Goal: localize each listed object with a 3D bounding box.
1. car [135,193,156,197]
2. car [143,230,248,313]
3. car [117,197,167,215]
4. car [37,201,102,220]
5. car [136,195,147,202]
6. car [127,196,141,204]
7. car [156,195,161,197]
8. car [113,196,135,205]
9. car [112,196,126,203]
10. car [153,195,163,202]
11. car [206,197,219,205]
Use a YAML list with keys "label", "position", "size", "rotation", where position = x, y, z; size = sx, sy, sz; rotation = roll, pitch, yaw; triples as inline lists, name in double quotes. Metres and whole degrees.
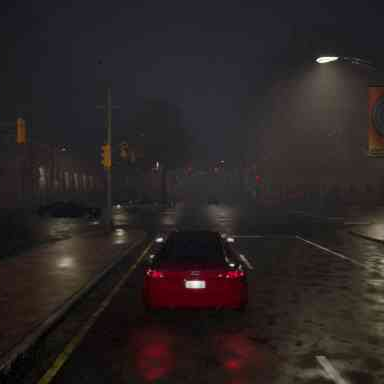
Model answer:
- label: "car"
  position: [-8.109, 1.221, 58.610]
  size: [2.150, 2.045, 5.566]
  rotation: [0, 0, 0]
- label: "car"
  position: [0.071, 1.564, 7.746]
  size: [1.994, 1.385, 4.181]
  rotation: [0, 0, 0]
- label: "car"
  position: [-4.788, 1.526, 33.774]
  size: [4.674, 1.442, 1.812]
  rotation: [0, 0, -28]
- label: "car"
  position: [-10.004, 1.477, 27.344]
  size: [5.008, 1.535, 1.882]
  rotation: [0, 0, 0]
- label: "car"
  position: [-11.538, 1.478, 76.608]
  size: [1.882, 1.535, 5.008]
  rotation: [0, 0, 0]
- label: "car"
  position: [-11.559, 1.564, 66.189]
  size: [1.994, 1.385, 4.181]
  rotation: [0, 0, 0]
- label: "car"
  position: [-8.038, 1.601, 68.409]
  size: [1.895, 1.301, 4.718]
  rotation: [0, 0, 0]
- label: "car"
  position: [-11.610, 1.564, 56.895]
  size: [1.994, 1.385, 4.181]
  rotation: [0, 0, 0]
- label: "car"
  position: [-14.783, 1.595, 67.851]
  size: [1.895, 1.301, 4.718]
  rotation: [0, 0, 0]
- label: "car"
  position: [-8.039, 1.500, 78.613]
  size: [1.837, 1.490, 4.892]
  rotation: [0, 0, 0]
- label: "car"
  position: [3.568, 1.526, 57.264]
  size: [1.812, 1.442, 4.674]
  rotation: [0, 0, 0]
